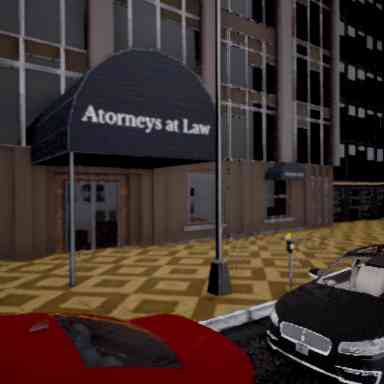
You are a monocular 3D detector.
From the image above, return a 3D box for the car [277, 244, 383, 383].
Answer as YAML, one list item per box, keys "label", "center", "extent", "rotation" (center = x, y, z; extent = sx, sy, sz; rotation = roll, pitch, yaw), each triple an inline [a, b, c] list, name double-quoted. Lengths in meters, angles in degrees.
- label: "car"
  center: [3.028, 1.547, 5.041]
  extent: [4.403, 1.369, 2.008]
  rotation: [0, 0, -35]

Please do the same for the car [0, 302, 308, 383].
- label: "car"
  center: [-1.603, 1.541, 1.746]
  extent: [4.507, 1.381, 1.887]
  rotation: [0, 0, -35]
